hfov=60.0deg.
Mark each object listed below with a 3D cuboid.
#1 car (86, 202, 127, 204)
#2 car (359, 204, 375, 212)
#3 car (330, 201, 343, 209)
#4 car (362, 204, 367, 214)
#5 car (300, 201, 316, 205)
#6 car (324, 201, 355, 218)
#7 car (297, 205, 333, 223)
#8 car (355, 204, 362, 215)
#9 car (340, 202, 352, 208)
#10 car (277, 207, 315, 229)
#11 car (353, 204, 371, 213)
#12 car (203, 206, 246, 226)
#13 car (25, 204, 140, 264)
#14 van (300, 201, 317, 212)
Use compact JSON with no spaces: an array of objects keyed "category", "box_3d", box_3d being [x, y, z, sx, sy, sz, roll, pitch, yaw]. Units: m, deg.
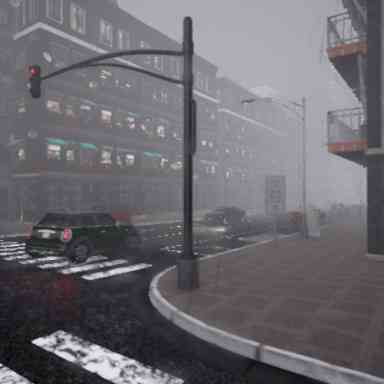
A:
[{"category":"car","box_3d":[-5.900,1.566,20.317,2.192,1.841,5.009,-1,-2,35]},{"category":"car","box_3d":[30.278,2.721,57.510,1.887,1.381,4.507,-1,-2,35]},{"category":"car","box_3d":[33.168,2.945,76.221,1.967,1.590,4.097,-1,-2,35]},{"category":"car","box_3d":[23.767,2.533,48.192,1.947,1.339,4.313,-1,-2,35]},{"category":"car","box_3d":[16.154,2.372,47.165,2.128,1.511,4.902,0,-1,35]},{"category":"car","box_3d":[17.255,2.198,38.876,1.967,1.590,4.097,-1,-2,35]},{"category":"car","box_3d":[10.745,2.101,29.557,2.008,1.369,4.403,-1,-2,35]},{"category":"car","box_3d":[20.609,2.391,43.674,1.752,1.417,4.829,-1,-2,35]},{"category":"car","box_3d":[39.680,3.283,85.535,1.947,1.339,4.313,-1,-2,35]},{"category":"car","box_3d":[7.489,2.028,24.896,1.802,1.307,4.206,-1,-2,35]},{"category":"car","box_3d":[27.120,2.600,52.990,1.752,1.417,4.829,-1,-2,35]},{"category":"car","box_3d":[2.848,1.934,28.281,1.882,1.535,5.008,0,-1,35]},{"category":"car","box_3d":[-3.867,1.489,12.693,2.097,1.767,4.553,1,-2,23]},{"category":"van","box_3d":[20.146,2.424,57.588,1.690,1.788,3.998,-1,-2,35]}]
